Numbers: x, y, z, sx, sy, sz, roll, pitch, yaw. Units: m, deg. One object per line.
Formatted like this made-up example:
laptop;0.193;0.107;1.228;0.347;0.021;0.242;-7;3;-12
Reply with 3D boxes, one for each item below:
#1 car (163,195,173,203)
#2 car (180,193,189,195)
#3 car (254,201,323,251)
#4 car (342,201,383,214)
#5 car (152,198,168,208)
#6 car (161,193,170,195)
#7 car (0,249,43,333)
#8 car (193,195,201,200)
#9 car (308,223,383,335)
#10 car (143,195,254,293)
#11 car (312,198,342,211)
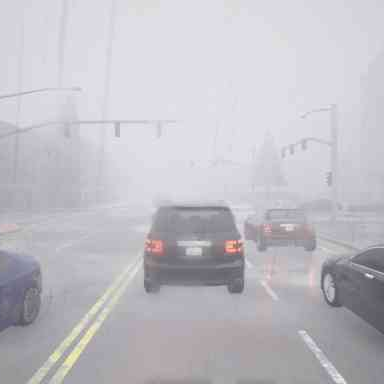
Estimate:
car;-5.109;1.478;71.917;1.882;1.535;5.008;0;0;-1
car;-1.810;1.496;80.223;1.837;1.490;4.892;0;0;-1
car;3.532;1.352;14.168;2.097;1.767;4.553;0;0;0
car;18.479;1.601;34.180;4.718;1.301;1.895;0;0;-2
car;-4.623;1.601;48.653;1.895;1.301;4.718;0;0;-2
car;-4.911;1.223;61.497;2.150;2.045;5.566;0;0;0
car;-3.614;1.526;4.335;1.812;1.442;4.674;0;0;0
car;1.445;1.552;90.370;1.994;1.385;4.181;0;0;-1
car;3.606;1.505;5.087;1.837;1.490;4.892;0;0;0
car;0.052;1.221;8.989;2.150;2.045;5.566;0;0;0
car;14.428;1.505;37.571;4.892;1.490;1.837;0;0;-2
